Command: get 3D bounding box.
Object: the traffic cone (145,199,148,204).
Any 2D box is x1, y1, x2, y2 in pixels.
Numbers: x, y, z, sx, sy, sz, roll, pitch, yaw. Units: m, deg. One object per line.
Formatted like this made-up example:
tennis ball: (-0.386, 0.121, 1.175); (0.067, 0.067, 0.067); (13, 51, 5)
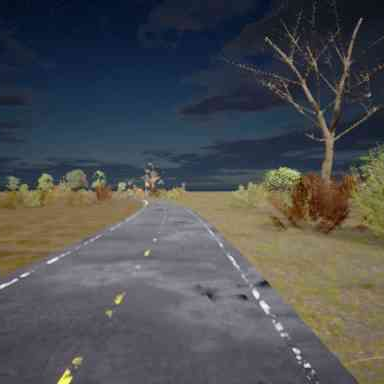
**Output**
traffic cone: (-8.818, 2.159, 66.112); (0.340, 0.580, 0.340); (0, 0, -8)
